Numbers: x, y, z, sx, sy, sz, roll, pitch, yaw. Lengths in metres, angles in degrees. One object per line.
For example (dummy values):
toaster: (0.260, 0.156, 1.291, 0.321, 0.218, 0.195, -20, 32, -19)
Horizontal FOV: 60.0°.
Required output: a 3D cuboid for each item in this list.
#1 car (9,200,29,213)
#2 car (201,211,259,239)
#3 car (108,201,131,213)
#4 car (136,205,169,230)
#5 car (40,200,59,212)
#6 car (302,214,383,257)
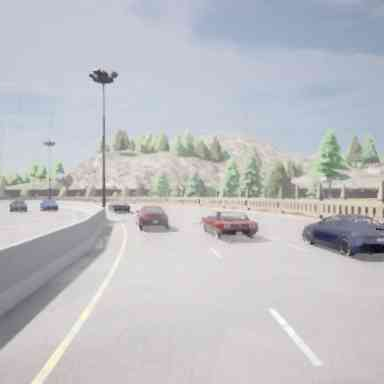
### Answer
car: (-21.892, 1.813, 42.115, 1.837, 1.490, 4.892, 0, 0, -29)
car: (1.802, 1.633, 17.559, 1.895, 1.301, 4.718, 0, 0, -10)
car: (-8.774, 1.783, 39.800, 1.895, 1.301, 4.718, 0, 0, -24)
car: (-2.658, 1.597, 21.755, 1.812, 1.442, 4.674, 0, 0, -13)
car: (-18.690, 1.763, 43.572, 1.882, 1.535, 5.008, 0, -1, -29)
car: (6.014, 1.562, 12.984, 1.994, 1.385, 4.181, 0, 0, -7)
